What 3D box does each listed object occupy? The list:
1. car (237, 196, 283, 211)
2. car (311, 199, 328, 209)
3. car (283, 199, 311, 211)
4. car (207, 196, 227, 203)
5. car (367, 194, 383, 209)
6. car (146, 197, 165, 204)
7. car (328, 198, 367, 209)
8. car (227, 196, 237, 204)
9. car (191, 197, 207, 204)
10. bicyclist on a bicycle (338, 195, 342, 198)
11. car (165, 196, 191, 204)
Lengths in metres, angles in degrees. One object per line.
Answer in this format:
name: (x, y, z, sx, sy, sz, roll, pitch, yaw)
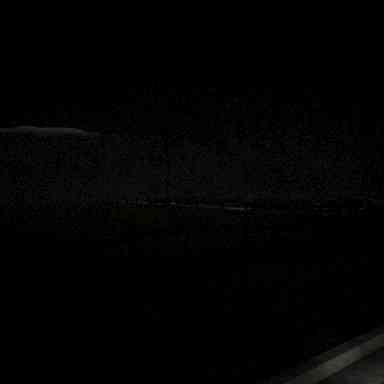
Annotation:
car: (8.346, 1.515, 41.405, 2.128, 1.511, 4.902, 0, 0, -35)
car: (14.817, 1.576, 44.369, 2.033, 1.411, 5.357, 0, 0, -35)
car: (12.157, 1.627, 42.065, 1.895, 1.301, 4.718, 0, 0, -35)
car: (4.011, 1.509, 65.921, 1.882, 1.535, 5.008, 0, 0, -35)
car: (24.858, 1.256, 42.224, 2.150, 2.045, 5.566, 0, 0, -35)
car: (-6.918, 1.624, 63.229, 1.895, 1.301, 4.718, 0, 0, -35)
car: (19.643, 1.523, 43.573, 2.128, 1.511, 4.902, 0, 0, -35)
car: (8.060, 1.512, 66.240, 1.882, 1.535, 5.008, 0, 0, -35)
car: (0.223, 1.629, 65.233, 1.895, 1.301, 4.718, 0, 0, -35)
bicyclist on a bicycle: (23.033, 1.340, 51.750, 1.656, 1.620, 0.582, 0, 0, -35)
car: (-2.740, 1.552, 63.362, 1.812, 1.442, 4.674, 0, 0, -35)
